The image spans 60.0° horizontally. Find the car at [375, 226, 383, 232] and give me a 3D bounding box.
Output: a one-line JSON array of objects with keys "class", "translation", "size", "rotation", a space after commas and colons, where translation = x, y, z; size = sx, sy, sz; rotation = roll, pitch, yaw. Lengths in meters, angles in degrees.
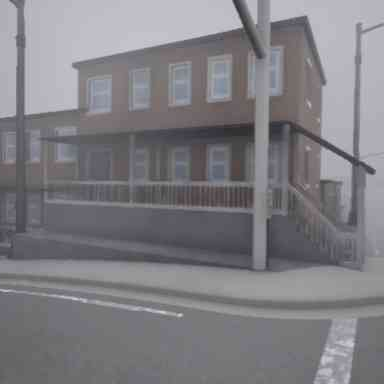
[{"class": "car", "translation": [43.167, 8.296, 73.675], "size": [2.038, 1.542, 4.974], "rotation": [0, 1, -19]}]

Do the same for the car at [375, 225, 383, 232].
[{"class": "car", "translation": [43.152, 8.138, 73.720], "size": [1.853, 1.218, 4.536], "rotation": [0, 1, -19]}]
